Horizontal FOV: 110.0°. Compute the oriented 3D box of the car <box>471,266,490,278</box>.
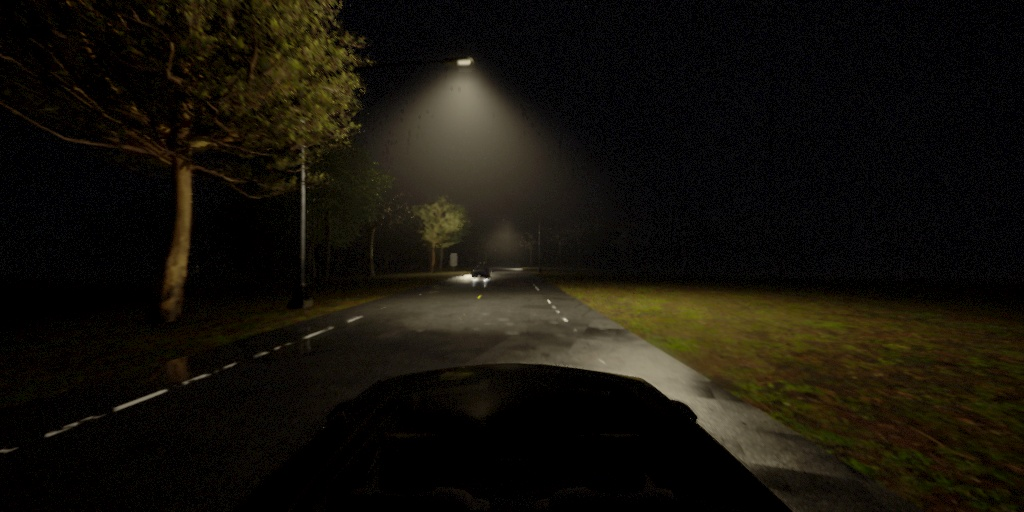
[{"bbox_3d":[-3.578,1.847,41.763,2.033,1.411,5.357,0,-1,0],"label":"car"}]
